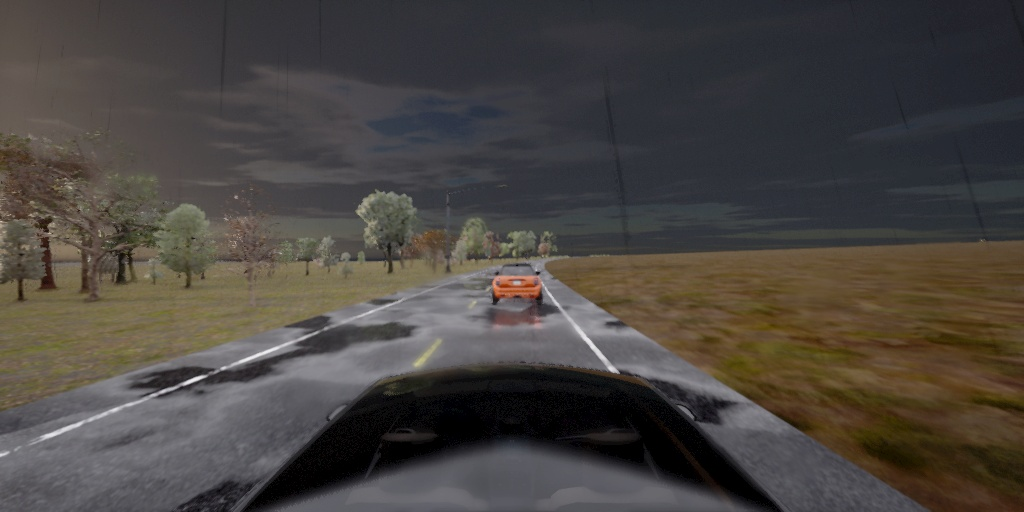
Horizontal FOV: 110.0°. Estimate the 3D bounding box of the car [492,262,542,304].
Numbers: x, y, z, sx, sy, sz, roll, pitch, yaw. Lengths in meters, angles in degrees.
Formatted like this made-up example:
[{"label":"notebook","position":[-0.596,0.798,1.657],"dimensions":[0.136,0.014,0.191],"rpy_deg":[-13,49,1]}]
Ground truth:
[{"label":"car","position":[0.258,1.110,16.703],"dimensions":[2.097,1.767,4.553],"rpy_deg":[0,0,1]}]
